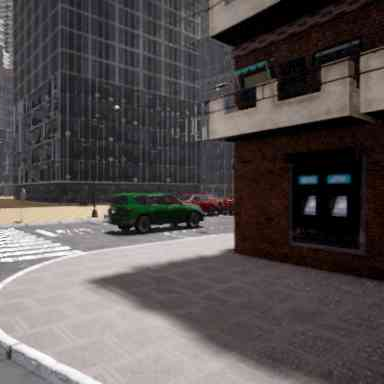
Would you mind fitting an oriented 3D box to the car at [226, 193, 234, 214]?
[{"bbox_3d":[4.320,1.039,31.089,5.009,1.841,2.192,-1,1,-41],"label":"car"}]

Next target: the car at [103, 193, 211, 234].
[{"bbox_3d":[-1.887,1.054,18.286,5.566,2.045,2.150,-1,0,-41],"label":"car"}]

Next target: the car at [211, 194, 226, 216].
[{"bbox_3d":[0.032,1.087,27.415,5.009,1.841,2.192,-1,1,-41],"label":"car"}]

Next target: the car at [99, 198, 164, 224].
[{"bbox_3d":[-4.255,1.258,23.742,4.097,1.590,1.967,-1,1,-41],"label":"car"}]
